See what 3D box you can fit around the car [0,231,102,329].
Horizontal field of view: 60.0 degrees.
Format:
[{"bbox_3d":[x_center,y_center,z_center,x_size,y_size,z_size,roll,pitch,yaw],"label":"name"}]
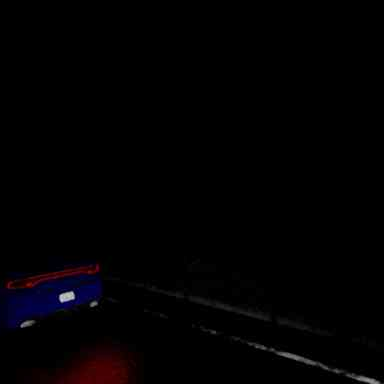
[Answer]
[{"bbox_3d":[-3.931,1.567,6.988,5.008,1.535,1.882,0,0,40],"label":"car"}]
